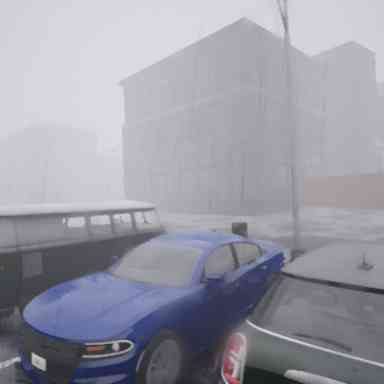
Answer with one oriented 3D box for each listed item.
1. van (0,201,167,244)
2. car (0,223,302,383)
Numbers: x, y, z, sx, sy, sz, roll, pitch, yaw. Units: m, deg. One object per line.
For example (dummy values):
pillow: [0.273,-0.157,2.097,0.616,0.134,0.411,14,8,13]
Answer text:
van: [-2.291,1.202,7.098,1.878,1.987,4.442,0,0,36]
car: [-0.098,1.443,5.396,2.097,1.535,5.008,0,0,36]
